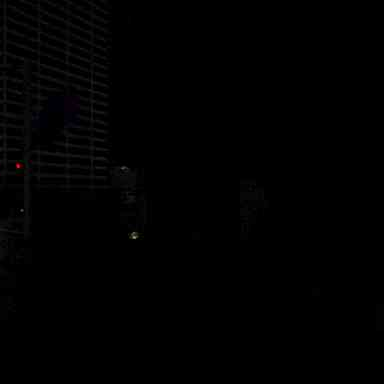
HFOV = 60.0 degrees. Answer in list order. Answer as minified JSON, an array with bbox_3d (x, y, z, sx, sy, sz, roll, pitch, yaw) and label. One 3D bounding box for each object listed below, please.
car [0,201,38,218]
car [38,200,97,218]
[{"bbox_3d":[-15.521,1.547,30.663,2.033,1.411,5.357,0,0,35],"label":"car"},{"bbox_3d":[-11.149,1.478,30.782,1.882,1.535,5.008,0,0,35],"label":"car"}]
